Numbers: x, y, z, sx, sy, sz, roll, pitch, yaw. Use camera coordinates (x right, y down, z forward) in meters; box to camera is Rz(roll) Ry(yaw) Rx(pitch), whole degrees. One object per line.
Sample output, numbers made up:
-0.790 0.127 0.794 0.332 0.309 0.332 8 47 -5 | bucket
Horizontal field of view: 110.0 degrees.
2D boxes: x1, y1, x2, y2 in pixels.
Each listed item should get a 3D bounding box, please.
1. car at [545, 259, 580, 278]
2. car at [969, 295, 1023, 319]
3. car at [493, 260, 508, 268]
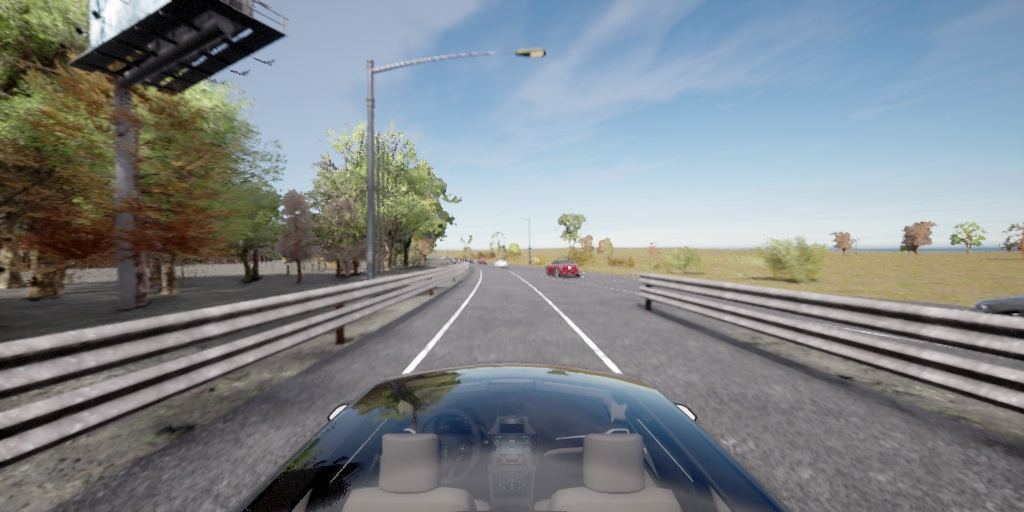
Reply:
4.668 1.071 34.123 2.097 1.767 4.553 0 0 -13 | car
11.283 1.108 5.885 2.128 1.511 4.902 0 0 -13 | car
-1.940 1.339 62.360 1.812 1.442 4.674 0 0 -13 | car
